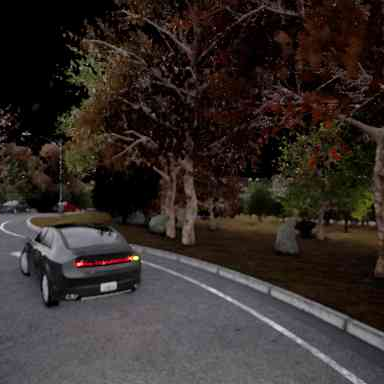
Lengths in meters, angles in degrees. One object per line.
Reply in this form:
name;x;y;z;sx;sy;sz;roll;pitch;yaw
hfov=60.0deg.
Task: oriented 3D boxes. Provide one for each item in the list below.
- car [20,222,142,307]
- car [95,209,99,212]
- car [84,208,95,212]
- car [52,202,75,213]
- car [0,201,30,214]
car;-2.882;1.494;8.141;1.837;1.490;4.892;0;0;-34
car;-17.834;3.919;68.301;1.882;1.535;5.008;0;-5;-2
car;-21.395;4.151;70.425;2.033;1.411;5.357;0;-5;-2
car;-21.028;2.559;54.605;2.150;2.045;5.566;0;-5;-1
car;-20.626;1.807;38.565;1.837;1.490;4.892;0;-1;-1
